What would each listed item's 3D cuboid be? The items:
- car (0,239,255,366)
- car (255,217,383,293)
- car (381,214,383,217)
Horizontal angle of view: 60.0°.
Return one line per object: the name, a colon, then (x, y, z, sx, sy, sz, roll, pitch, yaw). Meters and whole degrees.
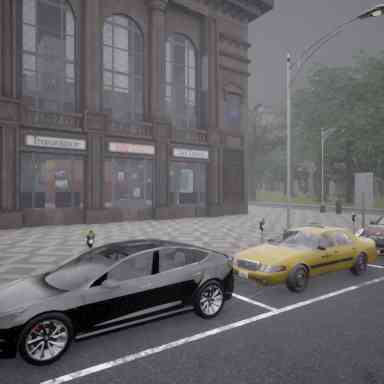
car: (-1.170, 1.566, 5.818, 4.313, 1.339, 1.947, 0, 0, -36)
car: (3.115, 1.526, 8.882, 4.829, 1.417, 1.752, 0, 0, -36)
car: (7.676, 1.441, 12.144, 4.097, 1.590, 1.967, 0, 0, -36)
